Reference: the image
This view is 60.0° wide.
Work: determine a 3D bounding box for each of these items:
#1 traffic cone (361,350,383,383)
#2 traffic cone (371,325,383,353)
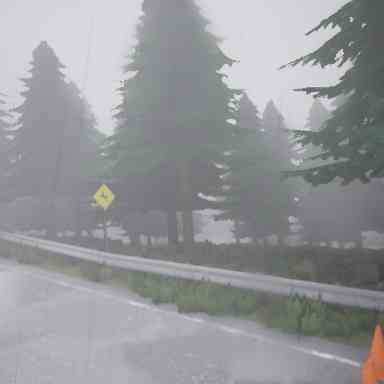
[{"bbox_3d":[1.770,1.957,3.302,0.340,0.580,0.340,0,0,34],"label":"traffic cone"},{"bbox_3d":[2.319,1.957,4.135,0.340,0.580,0.340,0,0,34],"label":"traffic cone"}]
